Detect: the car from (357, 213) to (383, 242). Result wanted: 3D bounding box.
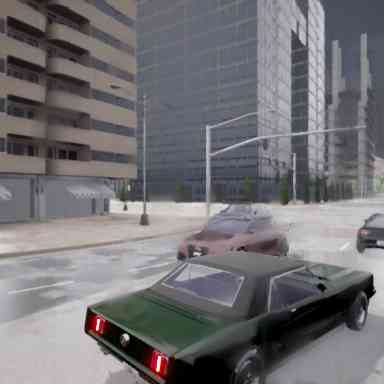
[{"bbox_3d":[7.628,1.517,12.793,1.812,1.442,4.674,0,0,37],"label":"car"}]

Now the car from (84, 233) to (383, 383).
[{"bbox_3d":[1.004,1.598,5.006,4.718,1.301,1.895,0,0,-42],"label":"car"}]

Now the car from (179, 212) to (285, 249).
[{"bbox_3d":[1.461,1.559,10.791,1.994,1.385,4.181,0,0,41],"label":"car"}]

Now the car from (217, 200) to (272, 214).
[{"bbox_3d":[2.705,1.343,17.898,2.097,1.767,4.553,0,0,35],"label":"car"}]
